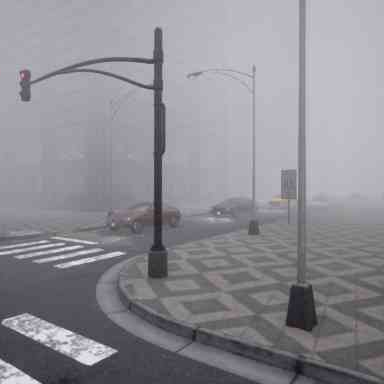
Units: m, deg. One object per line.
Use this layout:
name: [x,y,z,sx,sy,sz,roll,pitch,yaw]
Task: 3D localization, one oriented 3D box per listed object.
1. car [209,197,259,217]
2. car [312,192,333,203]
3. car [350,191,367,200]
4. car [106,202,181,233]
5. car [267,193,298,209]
car: [3.467,1.117,26.253,2.033,1.411,5.357,0,1,36]
car: [18.405,0.751,46.896,1.994,1.385,4.181,0,1,36]
car: [26.374,0.560,52.684,1.812,1.442,4.674,0,1,36]
car: [-2.442,1.266,18.022,1.812,1.442,4.674,0,1,36]
car: [9.484,0.879,34.617,1.882,1.535,5.008,0,1,35]
